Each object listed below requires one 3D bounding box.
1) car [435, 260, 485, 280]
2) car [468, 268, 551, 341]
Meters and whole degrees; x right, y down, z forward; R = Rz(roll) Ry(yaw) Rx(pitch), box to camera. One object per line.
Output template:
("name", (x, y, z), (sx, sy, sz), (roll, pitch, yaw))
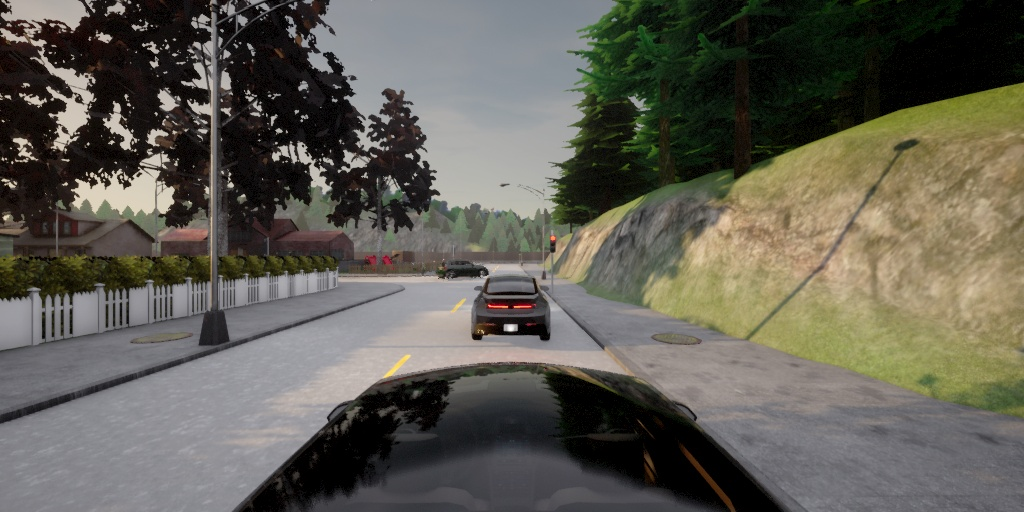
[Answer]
("car", (-4.334, 1.102, 31.472), (4.553, 1.767, 2.097), (0, 0, -36))
("car", (-0.017, 1.255, 9.933), (1.837, 1.490, 4.892), (0, 0, 0))
